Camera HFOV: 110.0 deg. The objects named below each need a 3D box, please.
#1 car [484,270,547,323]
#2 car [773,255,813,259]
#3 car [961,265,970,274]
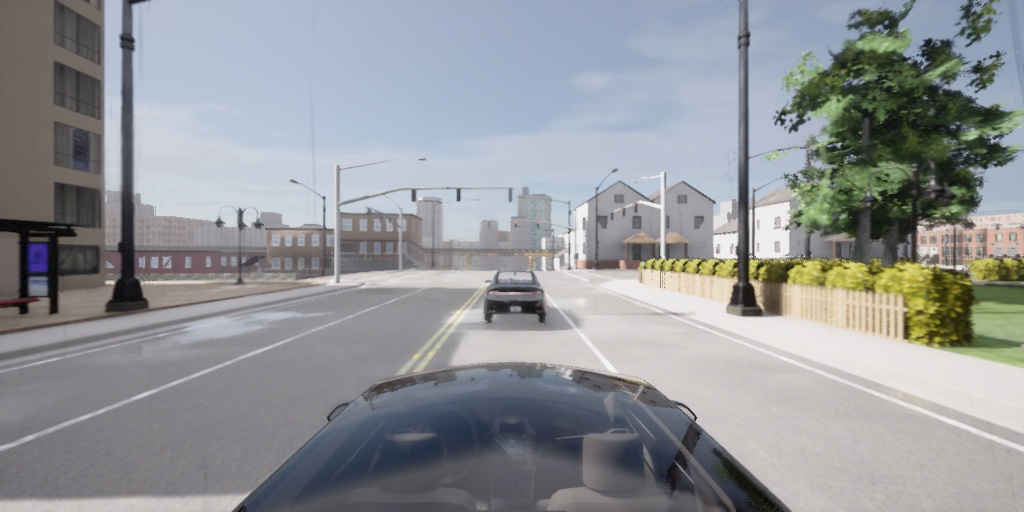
[{"bbox_3d":[0.098,1.227,12.103,2.128,1.511,4.902,0,0,0],"label":"car"},{"bbox_3d":[28.991,0.923,37.885,5.566,2.045,2.150,0,0,-1],"label":"car"},{"bbox_3d":[50.775,1.233,38.098,4.674,1.442,1.812,0,0,-1],"label":"car"}]
